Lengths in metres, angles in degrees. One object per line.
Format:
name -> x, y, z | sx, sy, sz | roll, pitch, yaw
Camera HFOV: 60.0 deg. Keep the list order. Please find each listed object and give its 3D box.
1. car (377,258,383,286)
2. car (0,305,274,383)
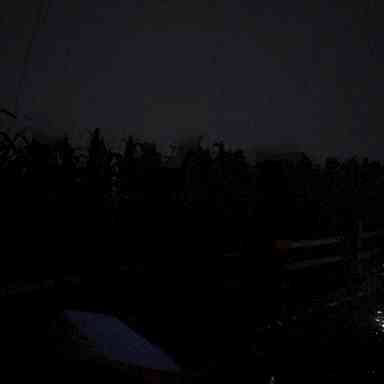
car -> 6.191, 1.609, 7.577 | 4.718, 1.301, 1.895 | 0, 0, -36
car -> -1.779, 1.553, 1.788 | 5.357, 1.411, 2.033 | 0, 0, -36
